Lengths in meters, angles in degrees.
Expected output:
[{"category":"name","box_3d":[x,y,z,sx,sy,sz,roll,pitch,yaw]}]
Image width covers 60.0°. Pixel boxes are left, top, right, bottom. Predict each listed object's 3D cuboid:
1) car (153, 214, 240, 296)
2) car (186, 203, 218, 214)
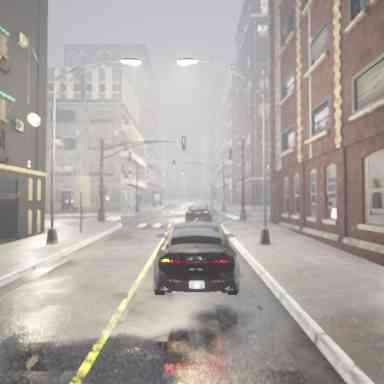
[{"category":"car","box_3d":[0.098,1.537,8.749,1.837,1.490,4.892,0,0,0]},{"category":"car","box_3d":[0.803,1.584,24.800,2.128,1.511,4.902,-1,0,11]}]
